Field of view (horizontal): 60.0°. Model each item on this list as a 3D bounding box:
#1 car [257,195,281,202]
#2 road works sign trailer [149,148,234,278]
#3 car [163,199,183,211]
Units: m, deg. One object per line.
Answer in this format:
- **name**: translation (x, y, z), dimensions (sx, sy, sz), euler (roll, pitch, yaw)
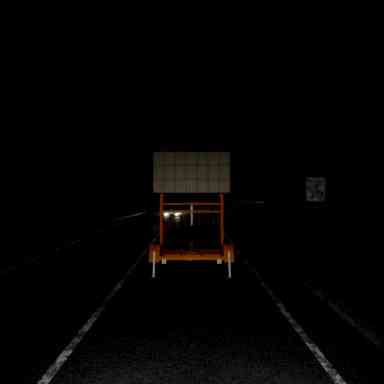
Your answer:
- **car**: translation (15.423, 1.213, 66.170), dimensions (5.357, 1.411, 2.033), euler (-1, 0, -34)
- **road works sign trailer**: translation (-0.009, 0.467, 10.123), dimensions (2.380, 3.560, 2.880), euler (0, 0, 0)
- **car**: translation (-2.121, 1.554, 38.949), dimensions (2.033, 1.411, 5.357), euler (0, 0, 5)
